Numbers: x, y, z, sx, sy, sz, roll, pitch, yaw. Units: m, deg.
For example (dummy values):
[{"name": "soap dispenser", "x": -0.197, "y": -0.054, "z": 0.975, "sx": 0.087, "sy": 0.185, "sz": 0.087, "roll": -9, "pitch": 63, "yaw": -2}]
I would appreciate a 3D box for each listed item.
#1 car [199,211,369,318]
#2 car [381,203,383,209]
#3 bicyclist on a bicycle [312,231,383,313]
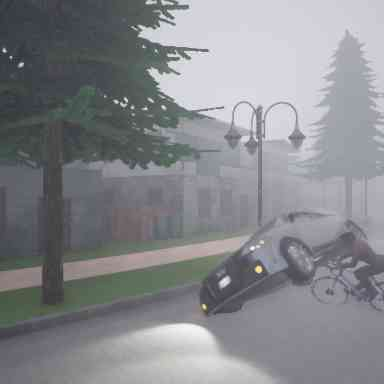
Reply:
[{"name": "car", "x": 1.879, "y": 1.252, "z": 6.875, "sx": 4.181, "sy": 1.385, "sz": 1.994, "roll": -3, "pitch": -35, "yaw": -44}, {"name": "car", "x": 25.173, "y": 1.601, "z": 40.968, "sx": 1.895, "sy": 1.301, "sz": 4.718, "roll": 0, "pitch": 0, "yaw": 9}, {"name": "bicyclist on a bicycle", "x": 3.060, "y": 1.504, "z": 6.150, "sx": 1.656, "sy": 1.620, "sz": 0.582, "roll": -1, "pitch": 18, "yaw": 26}]
